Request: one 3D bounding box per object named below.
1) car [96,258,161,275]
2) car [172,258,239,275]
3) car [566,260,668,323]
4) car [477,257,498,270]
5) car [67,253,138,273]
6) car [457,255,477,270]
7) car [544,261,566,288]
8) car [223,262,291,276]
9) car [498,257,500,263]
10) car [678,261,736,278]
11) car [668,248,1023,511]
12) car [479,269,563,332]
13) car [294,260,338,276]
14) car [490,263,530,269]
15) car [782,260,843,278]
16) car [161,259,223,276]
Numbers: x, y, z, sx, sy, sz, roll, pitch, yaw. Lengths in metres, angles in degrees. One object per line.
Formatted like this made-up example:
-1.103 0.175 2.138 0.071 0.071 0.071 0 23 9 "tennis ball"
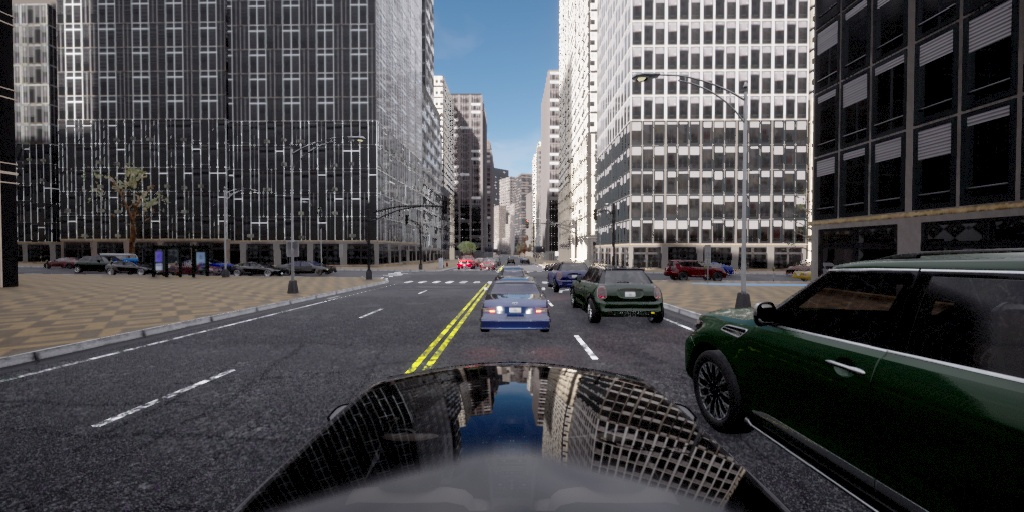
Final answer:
-34.170 1.068 32.477 4.313 1.339 1.948 0 0 1 "car"
-29.850 0.976 35.033 5.008 1.535 1.882 1 1 1 "car"
3.325 1.097 12.217 2.097 1.767 4.553 0 0 0 "car"
-3.433 1.066 51.209 2.097 1.767 4.553 0 0 -1 "car"
-39.881 0.759 35.219 4.553 1.767 2.097 1 1 1 "car"
-6.714 0.933 53.353 2.150 2.045 5.566 0 0 0 "car"
3.303 1.091 21.082 2.097 1.767 4.553 0 0 0 "car"
-22.805 1.172 32.198 4.313 1.339 1.948 0 0 1 "car"
-3.472 1.229 60.053 1.812 1.442 4.674 0 0 0 "car"
20.320 1.373 37.482 5.008 1.535 1.882 1 1 1 "car"
3.345 0.971 2.371 2.150 2.045 5.566 0 0 0 "car"
0.080 1.293 10.771 2.033 1.411 5.357 0 0 0 "car"
-19.990 1.135 34.855 5.357 1.411 2.033 1 1 1 "car"
0.054 1.304 20.014 1.994 1.385 4.181 0 0 0 "car"
31.205 1.344 37.312 4.553 1.767 2.097 1 1 1 "car"
-28.489 1.136 32.318 4.207 1.307 1.802 0 0 1 "car"
